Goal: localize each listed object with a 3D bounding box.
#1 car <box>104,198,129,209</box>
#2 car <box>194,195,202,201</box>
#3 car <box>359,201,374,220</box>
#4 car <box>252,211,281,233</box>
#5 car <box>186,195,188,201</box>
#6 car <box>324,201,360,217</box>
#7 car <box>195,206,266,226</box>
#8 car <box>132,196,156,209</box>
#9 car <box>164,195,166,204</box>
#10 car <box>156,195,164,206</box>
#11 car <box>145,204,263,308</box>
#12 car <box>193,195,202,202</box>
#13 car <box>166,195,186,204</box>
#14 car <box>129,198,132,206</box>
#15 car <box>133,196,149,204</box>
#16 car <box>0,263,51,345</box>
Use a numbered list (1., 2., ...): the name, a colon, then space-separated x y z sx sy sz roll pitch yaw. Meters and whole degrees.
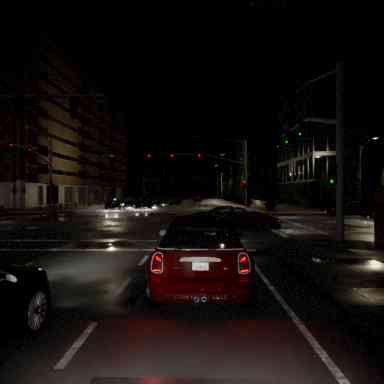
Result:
1. car: -10.166 1.564 44.118 1.994 1.385 4.181 0 0 1
2. car: 1.536 1.478 83.960 1.882 1.535 5.008 0 0 2
3. car: 16.690 1.603 26.451 5.357 1.411 2.033 0 0 1
4. car: 2.391 1.574 19.544 5.357 1.411 2.033 0 0 1
5. car: -1.962 1.525 84.051 2.128 1.511 4.902 0 0 2
6. car: 14.502 1.547 29.998 4.902 1.511 2.128 0 0 1
7. car: 2.595 1.628 23.042 4.718 1.301 1.895 0 0 1
8. car: -6.636 1.564 46.114 1.994 1.385 4.181 0 0 1
9. car: -6.077 1.352 64.809 2.097 1.767 4.553 0 0 2
10. car: -6.412 1.491 55.005 2.128 1.511 4.902 0 0 2
11. car: 0.218 1.352 8.085 2.097 1.767 4.553 0 0 2
12. car: 1.237 1.478 73.805 1.882 1.535 5.008 0 0 2
13. car: -2.683 1.547 56.083 2.033 1.411 5.357 0 0 2
14. car: -9.978 1.601 52.920 1.895 1.301 4.718 0 0 2
15. car: -9.642 1.491 63.012 2.128 1.511 4.902 0 0 2
16. car: -3.397 1.492 3.856 2.128 1.511 4.902 0 0 1
